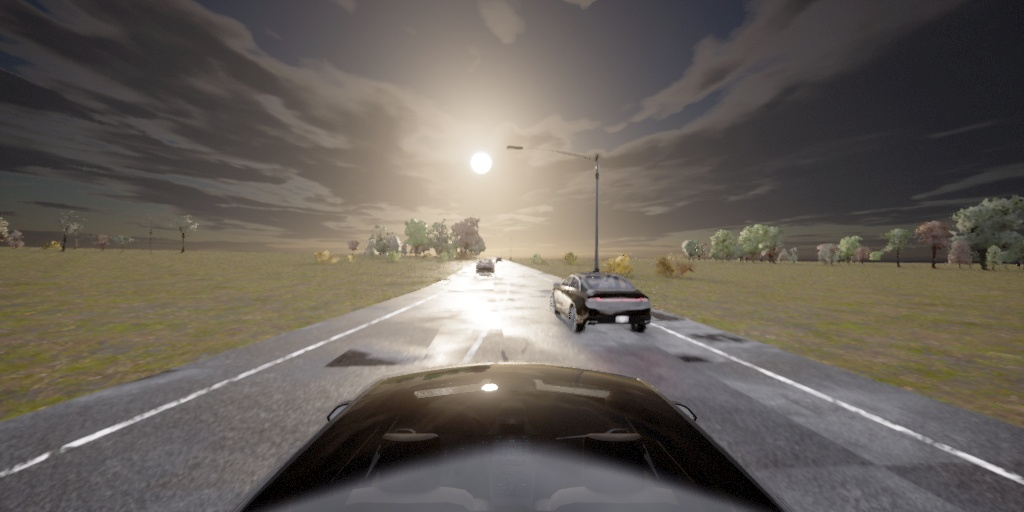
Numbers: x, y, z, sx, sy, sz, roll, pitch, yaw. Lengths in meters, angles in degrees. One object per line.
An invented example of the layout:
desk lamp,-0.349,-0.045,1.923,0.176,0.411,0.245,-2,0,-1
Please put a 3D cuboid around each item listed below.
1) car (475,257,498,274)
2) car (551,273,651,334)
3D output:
car,-2.840,1.014,38.687,2.097,1.767,4.553,0,0,-4
car,2.395,1.241,10.688,2.128,1.511,4.902,0,0,-4
